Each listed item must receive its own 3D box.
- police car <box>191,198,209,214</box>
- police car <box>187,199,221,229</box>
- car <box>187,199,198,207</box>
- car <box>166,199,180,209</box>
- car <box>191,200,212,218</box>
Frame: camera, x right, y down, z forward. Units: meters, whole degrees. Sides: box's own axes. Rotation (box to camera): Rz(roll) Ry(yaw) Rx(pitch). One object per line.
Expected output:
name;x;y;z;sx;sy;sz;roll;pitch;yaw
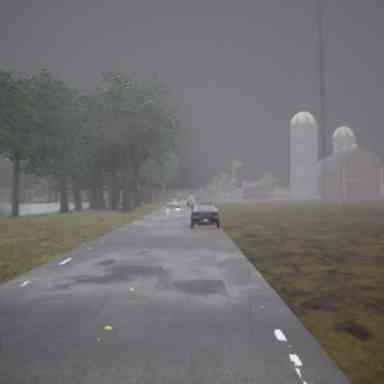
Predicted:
police car;0.835;1.584;38.555;1.930;1.638;5.238;0;0;0
police car;0.830;1.496;22.555;1.930;1.638;5.238;0;0;0
car;0.015;1.921;58.817;1.895;1.301;4.718;0;-1;0
car;-2.814;1.765;49.844;1.812;1.442;4.674;0;0;0
car;0.833;1.601;32.444;1.882;1.535;5.008;0;0;0
